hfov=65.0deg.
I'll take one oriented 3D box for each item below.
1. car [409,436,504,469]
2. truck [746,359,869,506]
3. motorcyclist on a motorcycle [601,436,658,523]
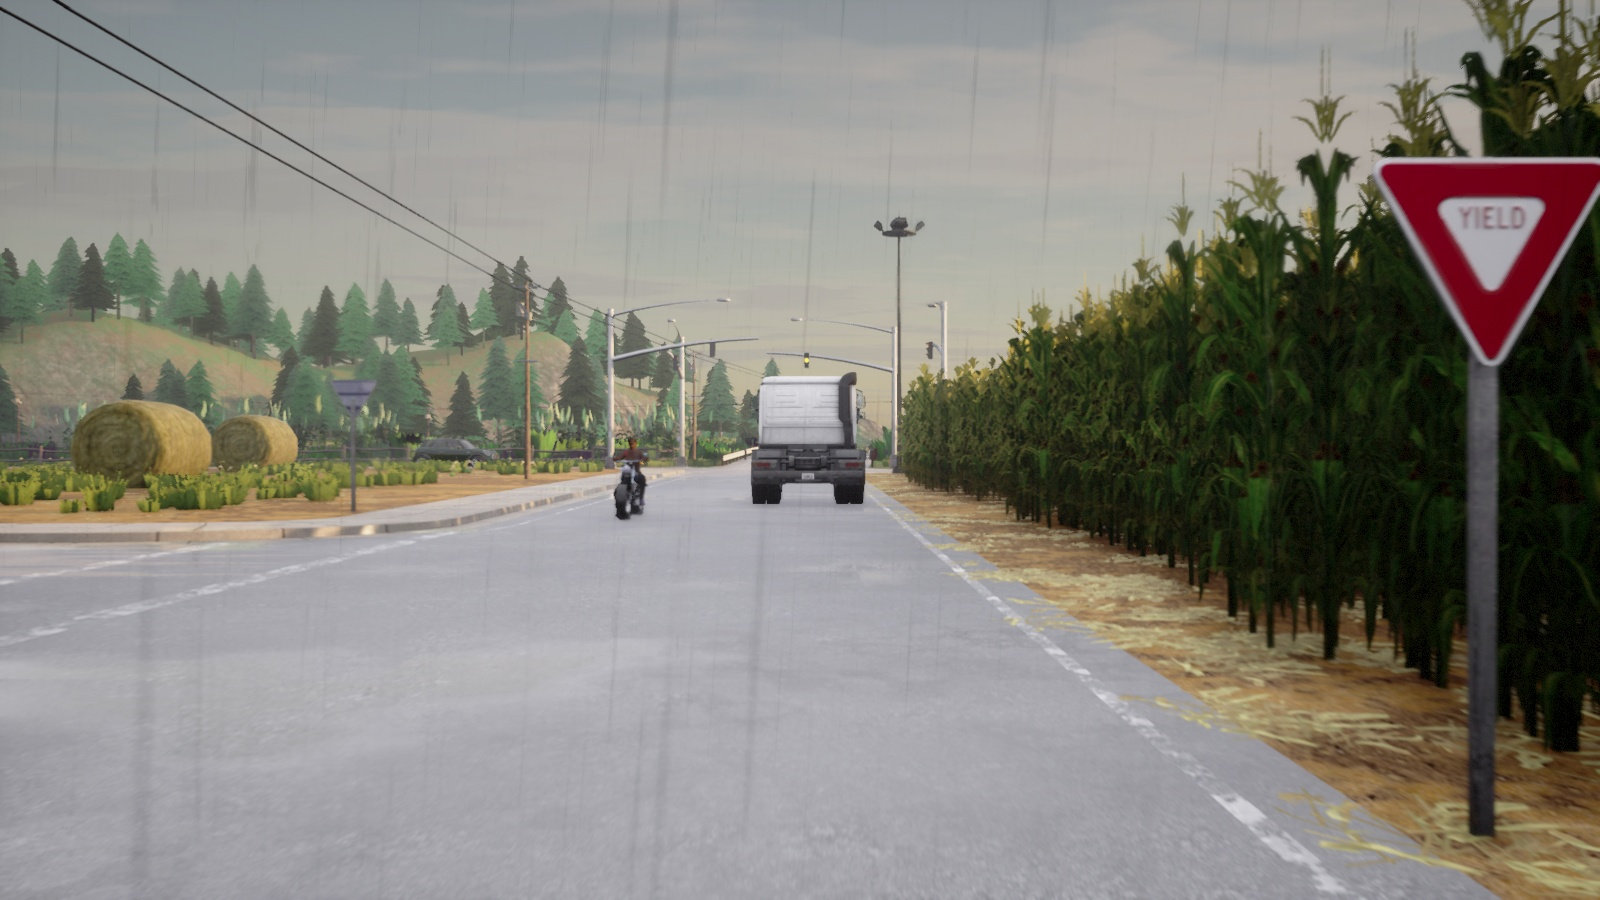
[{"bbox_3d":[-18.653,0.134,68.404,4.553,1.767,2.097,0,0,3],"label":"car"},{"bbox_3d":[0.206,-0.441,33.464,2.891,3.462,7.936,0,0,0],"label":"truck"},{"bbox_3d":[-3.359,0.541,24.863,0.766,1.649,2.350,0,1,1],"label":"motorcyclist on a motorcycle"}]
